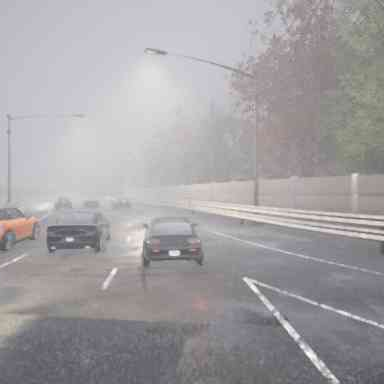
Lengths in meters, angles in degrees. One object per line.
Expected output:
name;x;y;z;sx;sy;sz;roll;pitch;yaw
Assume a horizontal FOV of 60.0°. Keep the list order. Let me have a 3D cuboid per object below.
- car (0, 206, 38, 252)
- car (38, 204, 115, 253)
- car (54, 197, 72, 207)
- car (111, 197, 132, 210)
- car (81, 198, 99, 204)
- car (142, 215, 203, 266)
car;-8.126;1.383;14.066;2.097;1.767;4.553;0;0;-8
car;-4.569;1.495;13.982;1.882;1.535;5.008;0;0;-8
car;-17.409;1.419;44.850;2.097;1.767;4.553;0;0;-25
car;-9.519;1.390;44.357;2.097;1.767;4.553;0;0;-23
car;-14.284;1.534;46.489;1.882;1.535;5.008;0;0;-25
car;-0.724;1.529;11.499;1.812;1.442;4.674;0;0;-6
